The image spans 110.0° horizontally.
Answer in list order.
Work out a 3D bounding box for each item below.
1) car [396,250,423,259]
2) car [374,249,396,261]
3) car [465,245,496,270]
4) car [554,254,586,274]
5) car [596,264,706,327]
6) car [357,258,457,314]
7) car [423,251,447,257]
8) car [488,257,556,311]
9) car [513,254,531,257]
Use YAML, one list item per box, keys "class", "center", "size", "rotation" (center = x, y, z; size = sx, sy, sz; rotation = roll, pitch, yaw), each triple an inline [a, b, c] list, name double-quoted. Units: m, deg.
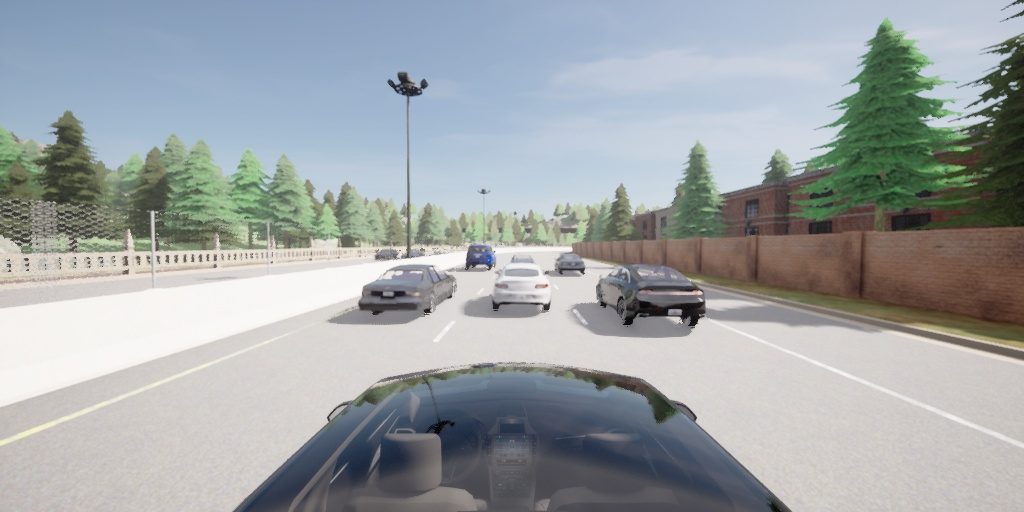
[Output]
- class: "car"
  center: [-12.852, -0.122, 46.661]
  size: [2.033, 1.411, 5.357]
  rotation: [0, 2, 2]
- class: "car"
  center: [-16.343, -0.185, 46.949]
  size: [1.837, 1.490, 4.892]
  rotation: [0, 1, 2]
- class: "car"
  center: [-2.625, 0.069, 30.876]
  size: [2.150, 2.045, 5.566]
  rotation: [0, 2, 2]
- class: "car"
  center: [4.241, 0.546, 26.781]
  size: [2.033, 1.411, 5.357]
  rotation: [0, 2, 2]
- class: "car"
  center: [3.768, 0.986, 10.505]
  size: [2.128, 1.511, 4.902]
  rotation: [0, 2, 2]
- class: "car"
  center: [-3.182, 0.972, 11.983]
  size: [2.033, 1.411, 5.357]
  rotation: [0, 2, 2]
- class: "car"
  center: [-9.382, -0.027, 45.666]
  size: [1.895, 1.301, 4.718]
  rotation: [0, 2, 2]
- class: "car"
  center: [0.339, 0.945, 12.557]
  size: [1.812, 1.442, 4.674]
  rotation: [0, 2, 2]
- class: "car"
  center: [0.849, 0.486, 30.091]
  size: [1.895, 1.301, 4.718]
  rotation: [0, 2, 2]
